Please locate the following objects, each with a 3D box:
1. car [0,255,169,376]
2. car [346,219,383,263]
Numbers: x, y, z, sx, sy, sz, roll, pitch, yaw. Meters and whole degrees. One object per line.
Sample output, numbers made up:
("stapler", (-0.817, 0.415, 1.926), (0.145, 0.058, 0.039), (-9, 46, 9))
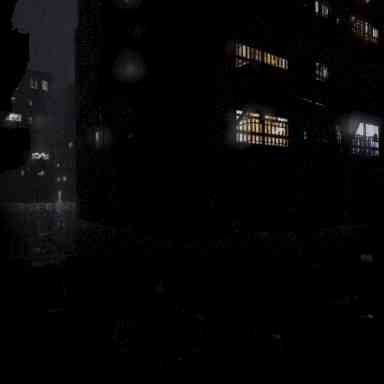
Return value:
("car", (-2.300, 1.581, 4.469), (4.206, 1.307, 1.802), (0, -1, -35))
("car", (6.901, 1.564, 11.032), (4.313, 1.339, 1.947), (0, -1, -35))
